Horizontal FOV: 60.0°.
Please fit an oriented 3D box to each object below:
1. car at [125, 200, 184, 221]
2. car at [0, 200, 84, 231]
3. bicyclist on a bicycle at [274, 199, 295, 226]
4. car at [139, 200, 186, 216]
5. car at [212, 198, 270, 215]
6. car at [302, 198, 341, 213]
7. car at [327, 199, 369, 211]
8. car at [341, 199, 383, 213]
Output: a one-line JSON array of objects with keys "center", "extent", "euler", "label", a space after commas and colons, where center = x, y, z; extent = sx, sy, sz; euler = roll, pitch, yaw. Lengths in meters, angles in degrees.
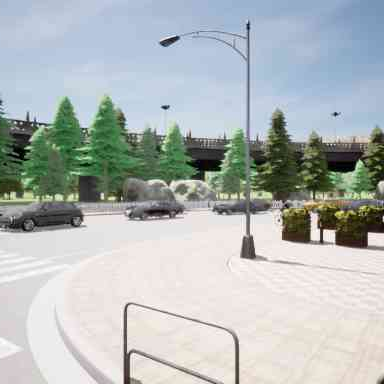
[{"center": [-3.158, 1.436, 27.134], "extent": [4.902, 1.511, 2.128], "euler": [0, 0, -44], "label": "car"}, {"center": [-8.955, 1.297, 20.064], "extent": [2.097, 1.767, 4.553], "euler": [0, 0, 37], "label": "car"}, {"center": [5.566, 1.245, 19.586], "extent": [0.582, 1.620, 1.656], "euler": [0, 0, -44], "label": "bicyclist on a bicycle"}, {"center": [-2.806, 1.509, 32.052], "extent": [4.181, 1.385, 1.994], "euler": [0, 0, -38], "label": "car"}, {"center": [4.670, 1.492, 33.057], "extent": [5.357, 1.411, 2.033], "euler": [0, 0, -26], "label": "car"}, {"center": [14.542, 1.422, 36.285], "extent": [5.008, 1.535, 1.882], "euler": [0, 0, -7], "label": "car"}, {"center": [18.782, 1.508, 40.132], "extent": [4.181, 1.385, 1.994], "euler": [0, 0, -1], "label": "car"}, {"center": [17.541, 1.508, 33.019], "extent": [4.181, 1.385, 1.994], "euler": [0, 0, -5], "label": "car"}]
